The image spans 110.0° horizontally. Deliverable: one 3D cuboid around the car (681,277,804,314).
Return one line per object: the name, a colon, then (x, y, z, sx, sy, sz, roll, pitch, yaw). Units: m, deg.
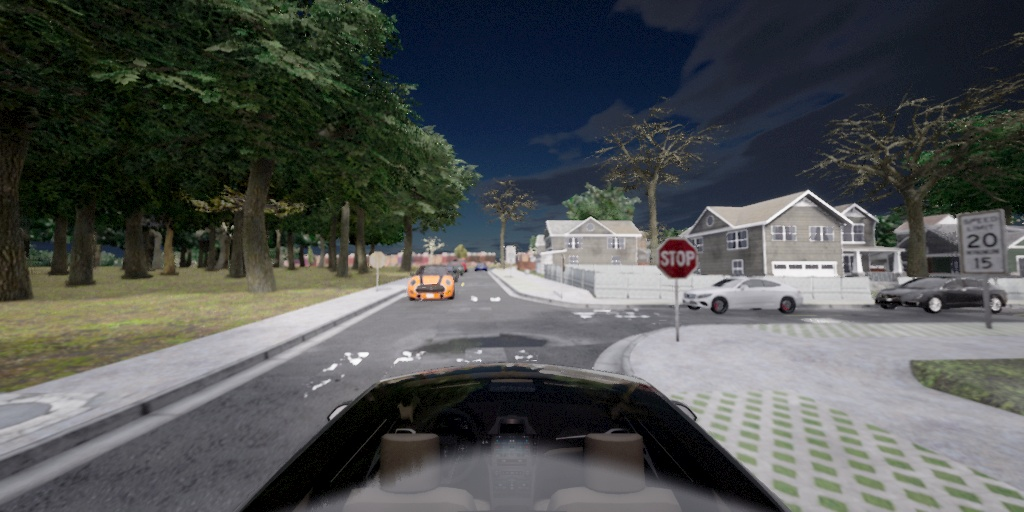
car: (9.433, 1.573, 14.787, 4.674, 1.442, 1.812, 1, -3, -6)

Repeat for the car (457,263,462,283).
car: (-5.443, 1.511, 29.485, 1.994, 1.385, 4.181, 0, 0, -6)

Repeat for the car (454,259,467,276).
car: (-6.688, 1.398, 41.583, 2.097, 1.767, 4.553, 0, 0, -6)

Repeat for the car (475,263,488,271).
car: (-5.028, 1.824, 59.585, 1.994, 1.385, 4.181, 0, -1, -1)

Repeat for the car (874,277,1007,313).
car: (18.654, 1.665, 15.699, 4.892, 1.490, 1.837, 1, -3, -6)

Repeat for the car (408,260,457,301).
car: (-4.090, 1.226, 18.376, 2.097, 1.767, 4.553, 0, 0, -11)
